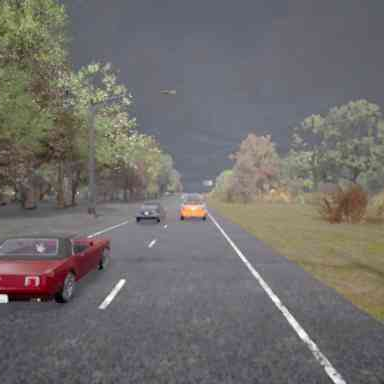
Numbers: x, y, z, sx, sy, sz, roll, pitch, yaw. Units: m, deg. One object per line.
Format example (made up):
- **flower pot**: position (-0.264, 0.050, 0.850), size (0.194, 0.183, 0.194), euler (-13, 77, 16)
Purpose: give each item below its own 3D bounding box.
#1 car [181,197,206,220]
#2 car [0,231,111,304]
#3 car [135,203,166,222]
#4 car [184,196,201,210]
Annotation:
- **car**: position (0.106, 1.389, 28.815), size (2.097, 1.767, 4.553), euler (0, 0, 0)
- **car**: position (-3.399, 1.611, 8.120), size (1.895, 1.301, 4.718), euler (0, 0, 0)
- **car**: position (-3.168, 1.581, 26.266), size (2.033, 1.411, 5.357), euler (0, 0, 2)
- **car**: position (0.082, 1.412, 45.144), size (2.097, 1.767, 4.553), euler (0, 0, 0)
